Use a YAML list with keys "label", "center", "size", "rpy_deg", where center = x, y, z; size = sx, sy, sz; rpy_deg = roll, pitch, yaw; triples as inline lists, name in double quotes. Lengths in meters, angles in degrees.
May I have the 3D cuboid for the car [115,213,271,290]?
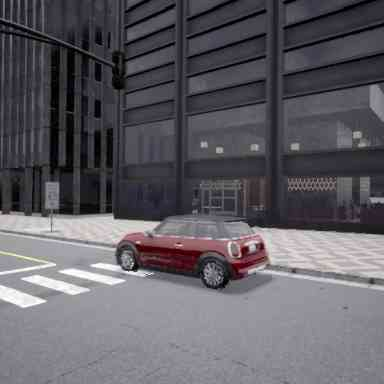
- label: "car"
  center: [-0.155, 1.459, 9.640]
  size: [4.553, 1.767, 2.097]
  rpy_deg: [-1, -1, 38]
